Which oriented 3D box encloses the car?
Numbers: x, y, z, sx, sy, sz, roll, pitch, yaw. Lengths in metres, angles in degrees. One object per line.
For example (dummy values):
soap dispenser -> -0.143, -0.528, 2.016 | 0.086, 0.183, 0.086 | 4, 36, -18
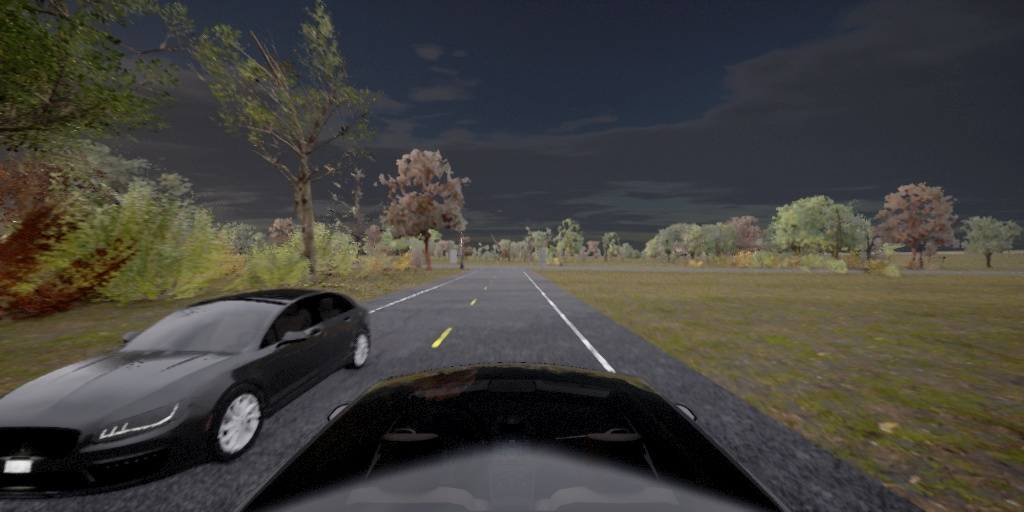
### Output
car -> -3.600, 1.274, 5.043 | 1.837, 1.490, 4.892 | 0, 0, 0
